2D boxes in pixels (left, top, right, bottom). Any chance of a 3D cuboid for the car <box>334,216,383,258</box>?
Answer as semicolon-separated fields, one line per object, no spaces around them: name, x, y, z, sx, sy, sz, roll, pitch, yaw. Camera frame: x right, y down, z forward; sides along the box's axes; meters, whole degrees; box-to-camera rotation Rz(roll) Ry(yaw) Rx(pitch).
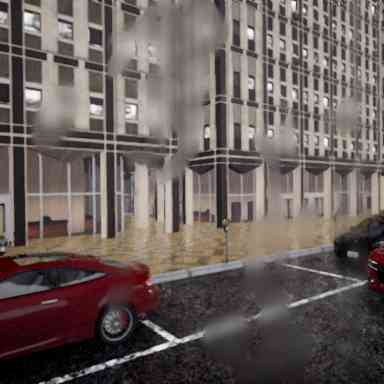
car;6.662;1.514;11.388;4.313;1.339;1.947;0;0;-36

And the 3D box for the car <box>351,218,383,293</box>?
car;5.967;1.437;7.686;5.008;1.535;1.882;0;0;-36

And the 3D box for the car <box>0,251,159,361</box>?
car;-2.491;1.581;4.792;4.206;1.307;1.802;0;0;-36
